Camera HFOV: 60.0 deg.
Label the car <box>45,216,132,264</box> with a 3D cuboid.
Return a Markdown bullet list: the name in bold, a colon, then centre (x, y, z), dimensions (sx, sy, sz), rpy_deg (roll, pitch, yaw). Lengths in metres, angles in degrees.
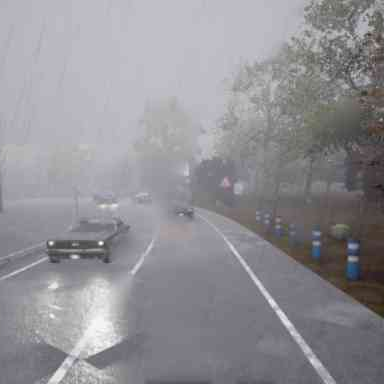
- **car**: centre (-3.436, 1.574, 11.872), dimensions (1.895, 1.301, 4.718), rpy_deg (0, 0, -1)

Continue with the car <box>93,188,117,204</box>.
- **car**: centre (-12.473, 0.528, 47.097), dimensions (2.150, 2.045, 5.566), rpy_deg (-4, 2, -30)

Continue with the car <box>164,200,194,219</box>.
- **car**: centre (-1.110, 1.261, 25.612), dimensions (1.895, 1.301, 4.718), rpy_deg (-1, 2, -9)

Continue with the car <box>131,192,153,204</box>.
- **car**: centre (-6.465, 0.729, 43.007), dimensions (1.812, 1.442, 4.674), rpy_deg (-3, 2, -24)
